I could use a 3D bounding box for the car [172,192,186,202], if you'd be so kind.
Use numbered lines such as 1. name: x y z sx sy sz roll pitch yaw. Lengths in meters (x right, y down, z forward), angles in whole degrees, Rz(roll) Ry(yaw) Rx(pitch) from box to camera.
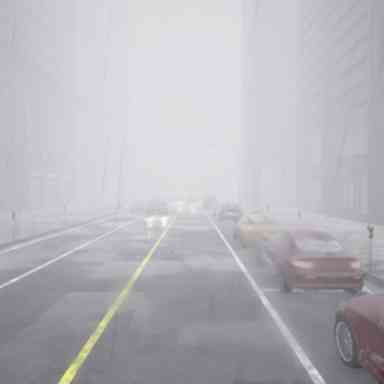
1. car: -2.987 1.129 72.153 2.150 2.045 5.566 0 0 0

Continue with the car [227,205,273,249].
1. car: 2.765 1.502 14.300 1.752 1.417 4.829 0 0 0

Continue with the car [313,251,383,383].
1. car: 2.763 1.577 2.893 1.802 1.307 4.206 0 0 0

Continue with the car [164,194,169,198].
1. car: -5.752 1.490 59.065 1.947 1.339 4.313 0 0 0

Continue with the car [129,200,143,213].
1. car: -5.756 1.532 36.592 1.802 1.307 4.206 0 0 0

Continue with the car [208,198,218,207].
1. car: 2.768 1.501 30.987 1.887 1.381 4.507 0 0 0

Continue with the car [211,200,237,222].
1. car: 2.767 1.529 25.368 1.947 1.339 4.313 0 0 0

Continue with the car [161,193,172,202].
1. car: -5.749 1.223 75.920 2.192 1.841 5.009 0 0 0

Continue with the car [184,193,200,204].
1. car: 0.012 1.469 62.257 2.033 1.411 5.357 0 0 0

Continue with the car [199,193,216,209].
1. car: 2.395 1.297 43.635 2.097 1.767 4.553 0 0 0

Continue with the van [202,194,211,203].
1. van: 2.774 1.260 64.700 1.690 1.788 3.998 0 0 0

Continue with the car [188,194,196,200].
1. car: 0.015 1.243 82.565 2.128 1.511 4.902 0 0 0

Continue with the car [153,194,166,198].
1. car: -5.753 1.475 53.447 1.887 1.381 4.507 0 0 0

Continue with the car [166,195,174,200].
1. car: -5.747 1.443 87.157 1.887 1.381 4.507 0 0 0

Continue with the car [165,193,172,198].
1. car: -5.750 1.495 70.302 1.802 1.307 4.206 0 0 0

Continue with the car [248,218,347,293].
1. car: 2.764 1.567 8.511 1.802 1.307 4.206 0 0 0

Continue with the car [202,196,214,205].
1. car: 2.773 1.476 59.081 2.008 1.369 4.403 0 0 0

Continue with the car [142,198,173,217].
1. car: -3.091 1.520 30.881 1.994 1.385 4.181 0 0 0
